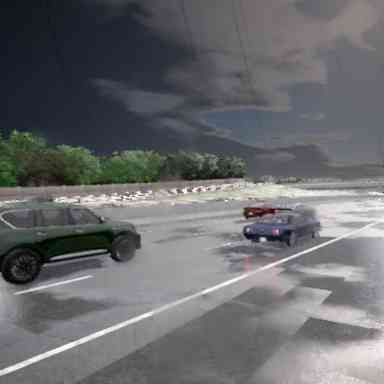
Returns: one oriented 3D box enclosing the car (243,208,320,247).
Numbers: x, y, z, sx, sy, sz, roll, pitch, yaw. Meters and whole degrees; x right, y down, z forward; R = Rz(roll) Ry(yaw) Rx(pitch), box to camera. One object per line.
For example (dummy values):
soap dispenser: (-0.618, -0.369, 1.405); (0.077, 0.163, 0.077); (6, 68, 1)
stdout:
car: (4.326, 1.641, 15.419); (1.895, 1.301, 4.718); (-1, -1, 39)

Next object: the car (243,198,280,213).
car: (6.308, 1.575, 28.939); (1.882, 1.535, 5.008); (-1, 0, 39)

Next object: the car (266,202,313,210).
car: (7.947, 1.536, 25.384); (2.128, 1.511, 4.902); (-1, 0, 39)

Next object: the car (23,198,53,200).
car: (-5.811, 1.428, 13.836); (2.150, 2.045, 5.566); (-1, -1, 39)

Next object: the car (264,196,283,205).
car: (15.488, 1.619, 63.180); (1.812, 1.442, 4.674); (-1, -1, 38)

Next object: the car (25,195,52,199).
car: (-21.662, 1.488, 45.885); (2.150, 2.045, 5.566); (-1, 1, 22)

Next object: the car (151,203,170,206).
car: (-3.400, 1.879, 33.920); (2.033, 1.411, 5.357); (-1, 0, 39)

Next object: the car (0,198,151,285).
car: (-4.146, 1.365, 10.325); (2.150, 2.045, 5.566); (-1, -1, 39)

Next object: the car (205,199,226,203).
car: (3.187, 1.749, 47.775); (1.837, 1.490, 4.892); (-1, -1, 39)

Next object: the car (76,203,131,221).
car: (-8.647, 1.925, 32.966); (2.128, 1.511, 4.902); (-1, -1, 39)

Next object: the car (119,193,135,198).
car: (-13.163, 0.975, 65.565); (1.837, 1.490, 4.892); (-1, 2, 25)
